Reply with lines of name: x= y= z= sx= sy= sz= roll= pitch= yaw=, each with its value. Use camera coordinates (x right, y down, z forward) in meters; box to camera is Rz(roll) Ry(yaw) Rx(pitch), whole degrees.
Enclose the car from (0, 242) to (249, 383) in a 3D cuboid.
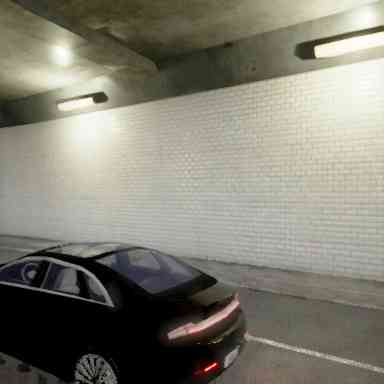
car: x=-1.635 y=1.491 z=4.745 sx=4.902 sy=1.511 sz=2.128 roll=0 pitch=0 yaw=32
